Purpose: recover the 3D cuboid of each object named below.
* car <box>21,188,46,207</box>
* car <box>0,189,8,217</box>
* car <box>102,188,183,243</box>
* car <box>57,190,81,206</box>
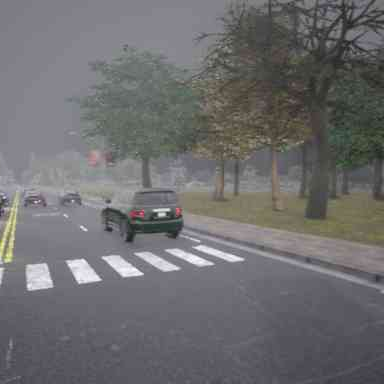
[{"bbox_3d":[-15.648,0.623,33.078,1.837,1.490,4.892,-2,2,-27],"label":"car"},{"bbox_3d":[-14.792,0.656,23.935,2.150,2.045,5.566,-2,2,-27],"label":"car"},{"bbox_3d":[-2.322,0.844,14.352,2.150,2.045,5.566,-2,2,-27],"label":"car"},{"bbox_3d":[-12.674,0.549,34.399,1.837,1.490,4.892,-2,2,-27],"label":"car"}]
